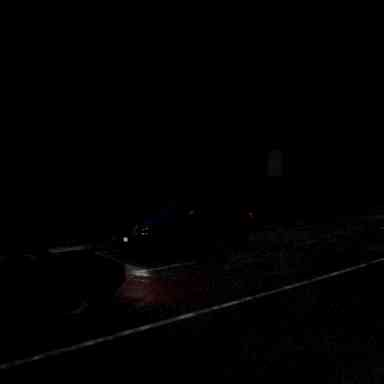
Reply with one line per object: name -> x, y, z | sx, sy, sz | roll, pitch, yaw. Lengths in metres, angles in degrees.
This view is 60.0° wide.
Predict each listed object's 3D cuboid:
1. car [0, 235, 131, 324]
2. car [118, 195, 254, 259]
car -> -3.684, 1.604, 5.725 | 4.718, 1.301, 1.895 | 0, 0, -36
car -> -0.036, 1.178, 12.794 | 5.566, 2.045, 2.150 | -1, 1, -38
